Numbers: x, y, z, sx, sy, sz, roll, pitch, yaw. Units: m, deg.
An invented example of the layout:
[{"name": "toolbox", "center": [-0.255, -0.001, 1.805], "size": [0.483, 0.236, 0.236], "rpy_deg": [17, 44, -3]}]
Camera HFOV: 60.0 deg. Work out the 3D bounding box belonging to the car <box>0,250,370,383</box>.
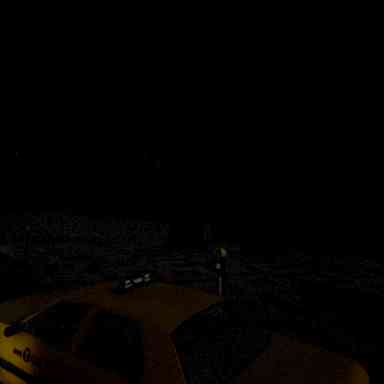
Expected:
[{"name": "car", "center": [-0.785, 1.525, 3.526], "size": [4.829, 1.417, 1.752], "rpy_deg": [0, 0, 36]}]
